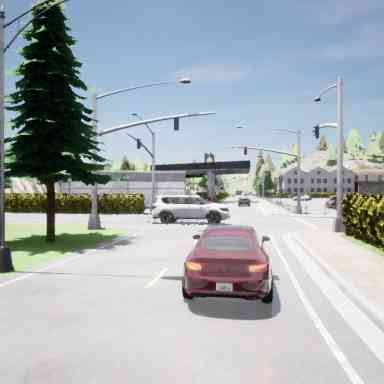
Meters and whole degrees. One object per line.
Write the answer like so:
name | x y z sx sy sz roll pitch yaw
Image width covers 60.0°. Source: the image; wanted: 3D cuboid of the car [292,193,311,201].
car | 25.973 1.077 79.012 3.866 1.878 1.905 0 0 9

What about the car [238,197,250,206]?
car | 8.680 1.491 55.246 2.128 1.511 4.902 0 0 9

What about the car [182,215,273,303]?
car | 0.932 1.526 8.188 1.812 1.442 4.674 0 0 9

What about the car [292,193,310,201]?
car | 24.846 1.361 75.825 3.806 1.475 1.970 0 0 9

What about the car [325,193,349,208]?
car | 19.495 1.330 41.988 5.027 1.636 2.152 0 0 9

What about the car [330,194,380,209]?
car | 19.053 1.340 38.882 4.514 1.523 2.007 0 0 9

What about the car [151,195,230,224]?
car | -0.103 1.223 23.748 5.566 2.045 2.150 0 0 9

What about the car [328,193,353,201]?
car | 33.225 1.097 74.526 4.605 1.855 1.932 0 0 9
